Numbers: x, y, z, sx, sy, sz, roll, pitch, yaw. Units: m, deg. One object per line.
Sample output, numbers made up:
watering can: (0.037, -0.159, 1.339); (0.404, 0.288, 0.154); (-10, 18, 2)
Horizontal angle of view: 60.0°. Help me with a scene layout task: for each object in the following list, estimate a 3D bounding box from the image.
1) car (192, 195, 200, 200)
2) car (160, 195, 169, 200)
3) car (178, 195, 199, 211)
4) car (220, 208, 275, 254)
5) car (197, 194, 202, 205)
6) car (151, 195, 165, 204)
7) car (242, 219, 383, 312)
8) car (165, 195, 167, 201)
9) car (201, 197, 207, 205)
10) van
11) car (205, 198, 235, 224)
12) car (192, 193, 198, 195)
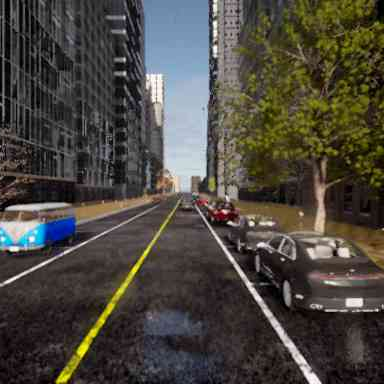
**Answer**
car: (1.053, 1.405, 92.905); (1.947, 1.339, 4.313); (0, 0, -1)
car: (-7.226, 1.446, 87.073); (1.947, 1.339, 4.313); (0, 0, -1)
car: (-0.603, 1.454, 40.277); (2.128, 1.511, 4.902); (0, 0, -1)
car: (2.473, 1.538, 13.225); (2.008, 1.369, 4.403); (0, 0, -1)
car: (1.763, 1.479, 53.066); (1.887, 1.381, 4.507); (0, 0, -1)
car: (-6.819, 1.480, 64.305); (1.887, 1.381, 4.507); (0, 0, -1)
car: (2.574, 1.541, 7.533); (2.008, 1.369, 4.403); (0, 0, -1)
car: (-6.921, 1.504, 69.998); (1.802, 1.307, 4.206); (0, 0, -1)
car: (2.168, 1.408, 30.299); (1.967, 1.590, 4.097); (0, 0, -1)
van: (-5.907, 1.353, 13.079); (1.690, 1.788, 3.998); (0, 0, -1)
car: (2.270, 1.415, 24.608); (1.967, 1.590, 4.097); (0, 0, -1)
car: (1.458, 1.463, 70.140); (1.947, 1.339, 4.313); (0, 0, -1)
